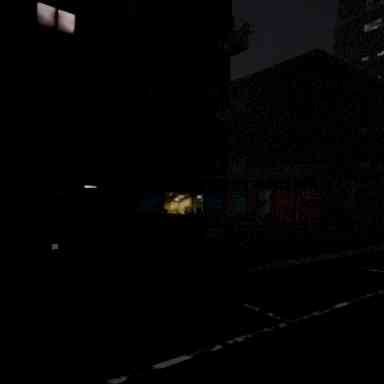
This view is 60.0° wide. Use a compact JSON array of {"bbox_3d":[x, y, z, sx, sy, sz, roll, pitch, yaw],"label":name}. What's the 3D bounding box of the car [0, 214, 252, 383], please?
[{"bbox_3d":[-1.264,1.337,5.161,5.009,1.841,2.192,1,1,-35],"label":"car"}]
